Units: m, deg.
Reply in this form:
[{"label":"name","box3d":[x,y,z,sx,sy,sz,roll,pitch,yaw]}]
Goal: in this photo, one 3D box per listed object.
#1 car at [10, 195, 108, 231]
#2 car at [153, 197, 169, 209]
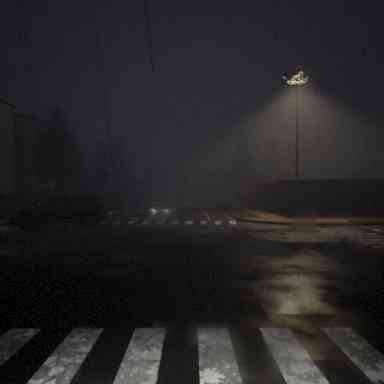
[{"label":"car","box3d":[-8.064,1.210,20.498,5.566,2.045,2.150,0,0,-27]},{"label":"car","box3d":[-4.089,1.432,44.350,1.882,1.535,5.008,0,1,0]}]
